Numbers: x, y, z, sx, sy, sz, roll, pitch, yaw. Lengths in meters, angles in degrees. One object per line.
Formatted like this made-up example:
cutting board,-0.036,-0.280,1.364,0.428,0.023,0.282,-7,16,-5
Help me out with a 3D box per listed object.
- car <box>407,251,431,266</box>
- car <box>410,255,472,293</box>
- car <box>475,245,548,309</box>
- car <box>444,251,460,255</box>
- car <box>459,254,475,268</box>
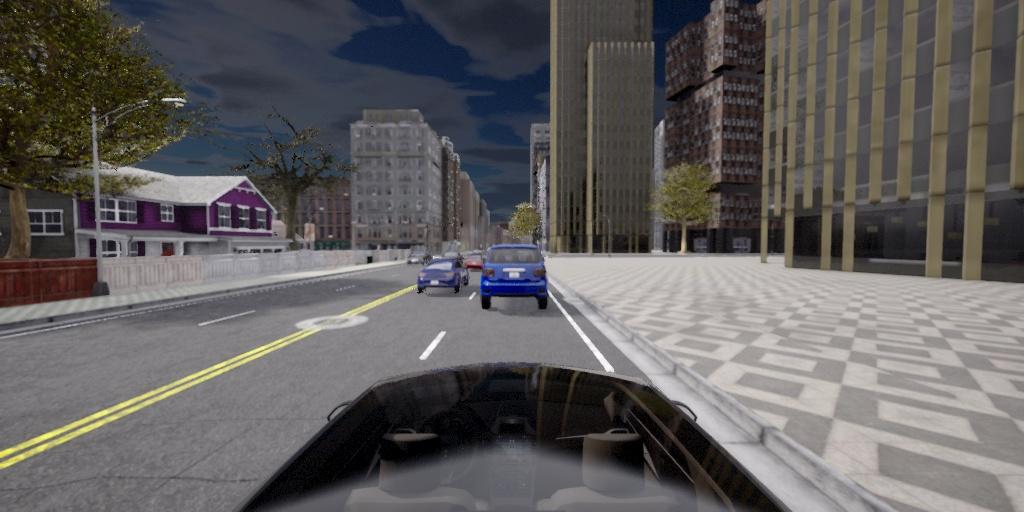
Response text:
car,-9.848,0.261,38.466,2.128,1.511,4.902,0,1,0
car,-3.173,0.860,16.973,1.812,1.442,4.674,0,2,0
car,0.077,0.646,13.261,2.150,2.045,5.566,0,0,0
car,-6.597,0.219,39.567,1.882,1.535,5.008,0,2,0
car,-3.166,0.503,31.955,1.994,1.385,4.181,0,1,0
